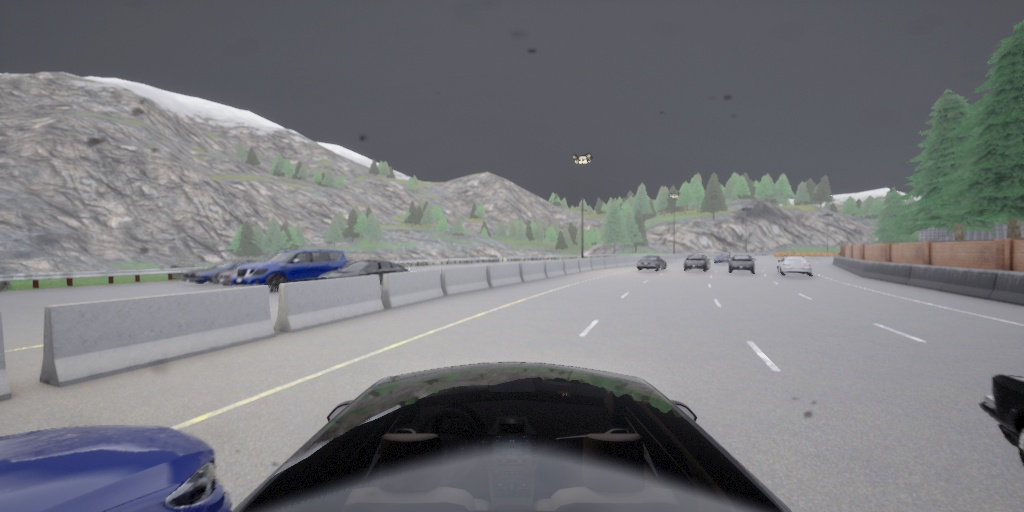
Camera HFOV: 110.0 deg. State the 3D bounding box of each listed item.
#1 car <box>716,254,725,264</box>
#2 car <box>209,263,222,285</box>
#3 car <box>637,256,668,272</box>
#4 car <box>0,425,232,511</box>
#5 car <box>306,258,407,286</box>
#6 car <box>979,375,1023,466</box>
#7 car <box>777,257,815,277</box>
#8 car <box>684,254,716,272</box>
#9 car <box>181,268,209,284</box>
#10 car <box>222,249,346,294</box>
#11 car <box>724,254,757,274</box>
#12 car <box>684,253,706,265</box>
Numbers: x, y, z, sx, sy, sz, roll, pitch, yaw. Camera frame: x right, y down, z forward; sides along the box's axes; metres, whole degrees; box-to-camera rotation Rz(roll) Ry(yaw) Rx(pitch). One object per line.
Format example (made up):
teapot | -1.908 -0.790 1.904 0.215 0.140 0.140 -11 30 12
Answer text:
car | 30.087 0.393 50.488 2.033 1.411 5.357 1 1 43
car | -14.019 0.955 20.605 1.812 1.442 4.674 0 1 24
car | 13.340 0.705 34.037 2.033 1.411 5.357 1 1 34
car | -3.089 1.303 0.354 1.812 1.442 4.674 0 1 19
car | -7.418 0.969 18.226 1.837 1.490 4.892 0 1 25
car | 4.623 1.356 1.130 1.895 1.301 4.718 0 1 21
car | 22.133 0.779 28.145 1.812 1.442 4.674 0 1 33
car | 17.622 0.644 34.001 2.128 1.511 4.902 0 1 34
car | -17.045 0.946 22.483 2.033 1.411 5.357 0 1 25
car | -11.107 0.682 18.597 2.150 2.045 5.566 0 1 24
car | 20.334 0.682 31.687 2.128 1.511 4.902 0 1 33
car | 25.750 0.379 50.341 1.812 1.442 4.674 1 1 40
